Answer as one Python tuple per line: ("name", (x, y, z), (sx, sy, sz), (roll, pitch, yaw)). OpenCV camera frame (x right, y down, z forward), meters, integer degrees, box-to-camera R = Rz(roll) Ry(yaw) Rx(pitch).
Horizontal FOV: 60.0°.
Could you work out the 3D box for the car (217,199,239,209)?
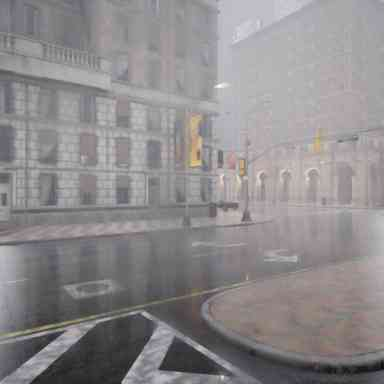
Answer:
("car", (4.027, 1.601, 43.907), (1.895, 1.301, 4.718), (0, 0, -36))
